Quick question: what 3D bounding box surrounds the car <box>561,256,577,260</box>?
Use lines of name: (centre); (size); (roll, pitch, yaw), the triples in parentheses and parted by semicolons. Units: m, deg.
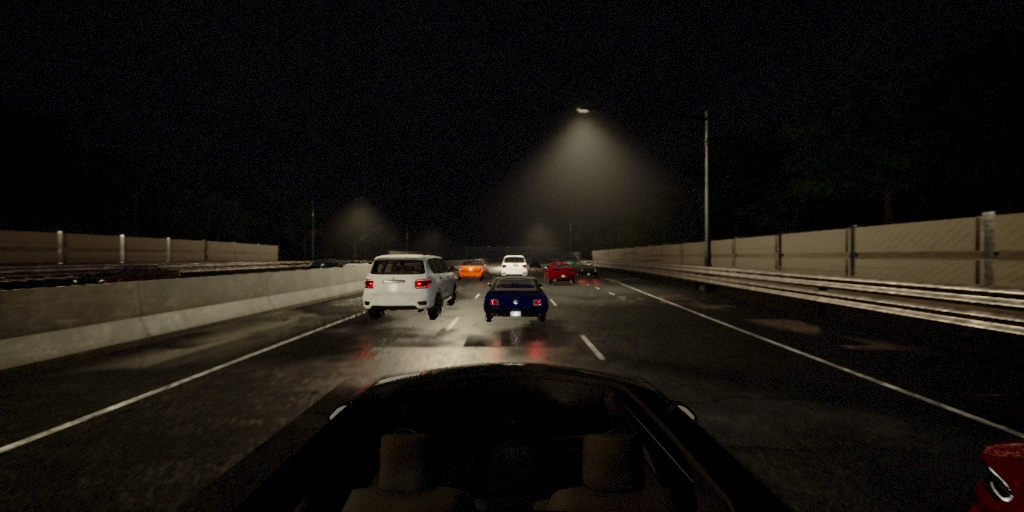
car: (7.233, 1.009, 46.358); (2.150, 2.045, 5.566); (0, 0, 1)

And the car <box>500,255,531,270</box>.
car: (0.193, 0.977, 30.554); (2.150, 2.045, 5.566); (0, 0, 0)

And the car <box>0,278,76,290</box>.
car: (-14.094, 1.294, 8.018); (2.033, 1.411, 5.357); (0, 0, 0)

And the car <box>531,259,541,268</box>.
car: (3.885, 1.347, 62.078); (1.812, 1.442, 4.674); (0, 0, 1)

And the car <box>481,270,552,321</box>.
car: (0.115, 1.347, 12.392); (1.895, 1.301, 4.718); (0, 0, 0)

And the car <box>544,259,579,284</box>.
car: (3.574, 1.231, 27.342); (1.882, 1.535, 5.008); (0, 0, 0)

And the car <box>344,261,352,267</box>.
car: (-20.837, 1.310, 48.243); (1.812, 1.442, 4.674); (0, 0, 1)

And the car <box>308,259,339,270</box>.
car: (-24.348, 1.132, 46.471); (2.097, 1.767, 4.553); (0, 0, 1)

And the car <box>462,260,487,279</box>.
car: (-3.303, 1.108, 30.860); (2.097, 1.767, 4.553); (0, 0, 0)

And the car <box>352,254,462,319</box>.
car: (-3.383, 0.968, 12.960); (2.150, 2.045, 5.566); (0, 0, 0)

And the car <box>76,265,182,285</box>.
car: (-23.801, 1.295, 22.552); (2.033, 1.411, 5.357); (0, 0, -3)

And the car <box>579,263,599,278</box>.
car: (6.979, 1.362, 34.468); (1.895, 1.301, 4.718); (0, 0, 2)
